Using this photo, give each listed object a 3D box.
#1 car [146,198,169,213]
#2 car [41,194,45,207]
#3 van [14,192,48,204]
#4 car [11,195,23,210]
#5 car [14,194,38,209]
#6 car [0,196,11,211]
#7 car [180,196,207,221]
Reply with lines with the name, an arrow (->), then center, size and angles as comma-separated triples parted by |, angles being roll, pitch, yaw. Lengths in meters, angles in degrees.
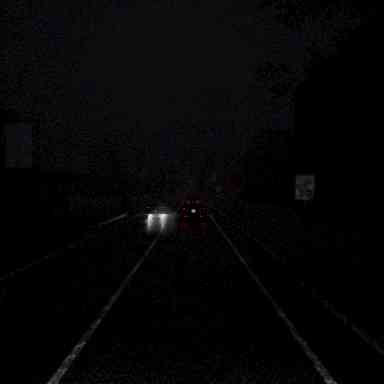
car -> -3.340, 1.302, 33.182 | 2.033, 1.411, 5.357 | 0, 1, 0
car -> -22.141, 1.311, 42.751 | 4.792, 1.488, 2.163 | 0, 0, 0
van -> -21.997, 1.044, 45.524 | 4.442, 1.987, 1.878 | 0, 0, 0
car -> -22.134, 1.335, 37.199 | 4.792, 1.488, 2.163 | 0, 0, 0
car -> -21.922, 1.291, 39.974 | 5.366, 1.575, 1.946 | 0, 0, 0
car -> -22.096, 1.319, 34.425 | 4.892, 1.521, 2.231 | 0, 0, 0
car -> 0.106, 1.349, 25.771 | 2.163, 1.488, 4.792 | 0, 1, 0
